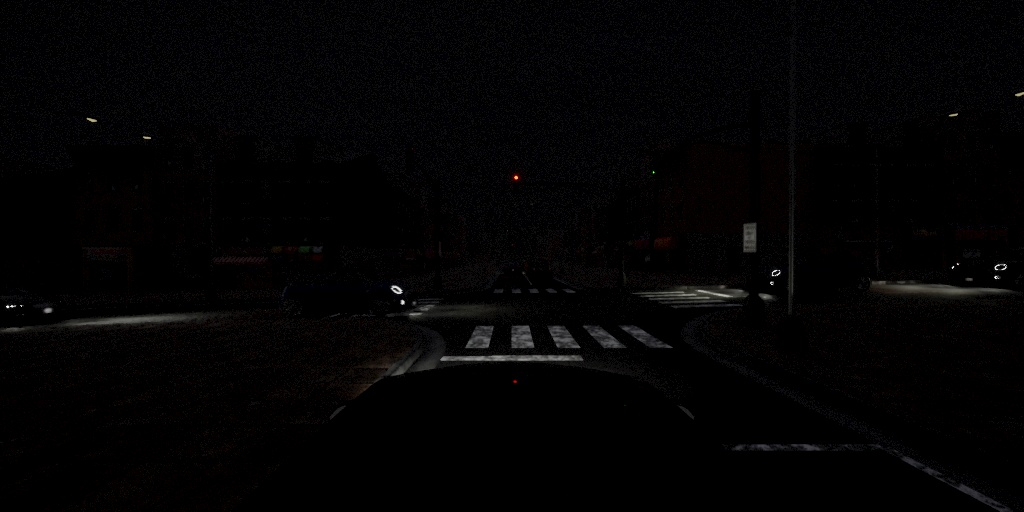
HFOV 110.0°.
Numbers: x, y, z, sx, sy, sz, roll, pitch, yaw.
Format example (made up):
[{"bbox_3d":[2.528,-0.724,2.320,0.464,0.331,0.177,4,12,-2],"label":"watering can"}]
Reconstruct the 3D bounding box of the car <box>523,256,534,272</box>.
[{"bbox_3d":[2.631,1.112,38.560,2.192,1.841,5.009,0,0,0],"label":"car"}]

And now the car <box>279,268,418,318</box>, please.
[{"bbox_3d":[-5.913,1.235,13.340,4.553,1.767,2.097,-2,0,0],"label":"car"}]

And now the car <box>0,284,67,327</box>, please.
[{"bbox_3d":[-19.691,1.828,13.313,4.902,1.511,2.128,-2,0,0],"label":"car"}]

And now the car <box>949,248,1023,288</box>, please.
[{"bbox_3d":[23.076,0.433,16.346,4.553,1.767,2.097,-1,0,0],"label":"car"}]

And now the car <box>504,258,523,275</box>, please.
[{"bbox_3d":[0.102,1.278,39.518,1.882,1.535,5.008,0,0,0],"label":"car"}]

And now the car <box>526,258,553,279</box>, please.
[{"bbox_3d":[2.632,1.225,33.158,1.967,1.591,4.097,0,0,0],"label":"car"}]

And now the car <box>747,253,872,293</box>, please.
[{"bbox_3d":[13.358,0.685,16.349,4.553,1.767,2.097,-1,0,1],"label":"car"}]
